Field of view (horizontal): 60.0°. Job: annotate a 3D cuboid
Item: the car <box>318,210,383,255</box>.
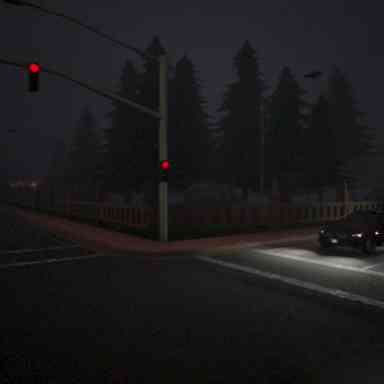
[{"bbox_3d":[7.034,1.468,13.173,4.674,1.442,1.812,0,0,-33],"label":"car"}]
